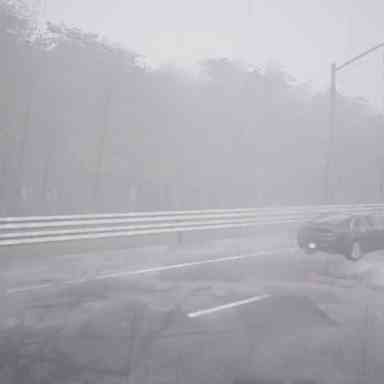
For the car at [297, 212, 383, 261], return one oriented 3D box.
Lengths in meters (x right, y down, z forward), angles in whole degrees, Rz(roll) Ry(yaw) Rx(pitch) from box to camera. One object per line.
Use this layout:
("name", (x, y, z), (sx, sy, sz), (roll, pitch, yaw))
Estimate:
("car", (5.926, 1.497, 12.210), (4.892, 1.490, 1.837), (0, 0, -34))
